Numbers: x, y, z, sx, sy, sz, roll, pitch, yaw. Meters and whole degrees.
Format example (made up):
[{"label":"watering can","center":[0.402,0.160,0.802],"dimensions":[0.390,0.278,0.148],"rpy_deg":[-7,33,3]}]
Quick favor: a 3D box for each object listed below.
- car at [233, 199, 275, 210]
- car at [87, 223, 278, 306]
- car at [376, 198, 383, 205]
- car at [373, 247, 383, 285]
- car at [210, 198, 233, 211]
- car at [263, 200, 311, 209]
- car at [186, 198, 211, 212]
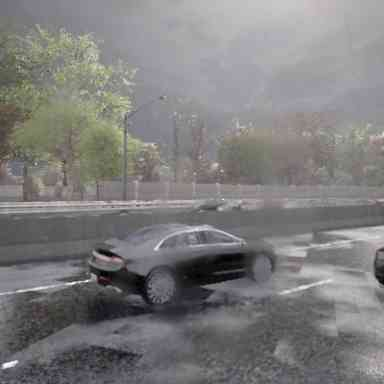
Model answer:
[{"label":"car","center":[6.343,1.434,29.995],"dimensions":[4.553,1.767,2.097],"rpy_deg":[0,0,-35]},{"label":"car","center":[0.014,1.506,8.061],"dimensions":[4.902,1.511,2.128],"rpy_deg":[0,0,-35]},{"label":"car","center":[34.255,1.733,58.365],"dimensions":[5.008,1.535,1.882],"rpy_deg":[0,0,-35]},{"label":"car","center":[6.263,1.559,8.215],"dimensions":[4.674,1.442,1.812],"rpy_deg":[0,0,-36]},{"label":"car","center":[4.626,1.575,33.068],"dimensions":[4.902,1.511,2.128],"rpy_deg":[0,0,-35]},{"label":"car","center":[8.245,1.607,27.053],"dimensions":[4.674,1.442,1.812],"rpy_deg":[0,0,-35]},{"label":"car","center":[1.538,1.429,34.797],"dimensions":[4.553,1.767,2.097],"rpy_deg":[0,0,-37]}]
